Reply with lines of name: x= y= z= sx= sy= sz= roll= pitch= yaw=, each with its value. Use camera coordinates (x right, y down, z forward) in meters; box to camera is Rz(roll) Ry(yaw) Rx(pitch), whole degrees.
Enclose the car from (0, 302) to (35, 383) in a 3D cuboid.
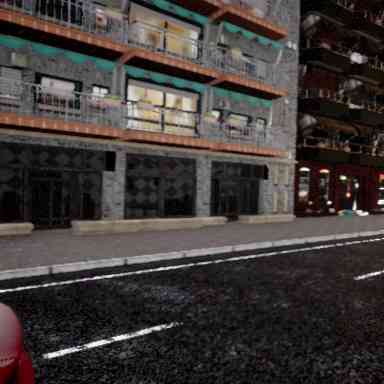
car: x=-3.419 y=1.373 z=1.372 sx=5.008 sy=1.535 sz=1.882 roll=1 pitch=1 yaw=-34
